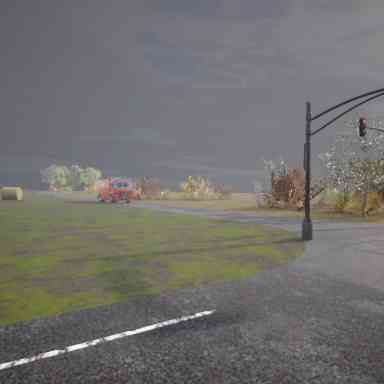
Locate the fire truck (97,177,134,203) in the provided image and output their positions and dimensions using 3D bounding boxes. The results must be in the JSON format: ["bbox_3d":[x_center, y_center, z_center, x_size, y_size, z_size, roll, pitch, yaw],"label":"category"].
[{"bbox_3d":[-11.716,-0.337,50.060,2.891,3.827,8.468,2,0,-32],"label":"fire truck"}]
